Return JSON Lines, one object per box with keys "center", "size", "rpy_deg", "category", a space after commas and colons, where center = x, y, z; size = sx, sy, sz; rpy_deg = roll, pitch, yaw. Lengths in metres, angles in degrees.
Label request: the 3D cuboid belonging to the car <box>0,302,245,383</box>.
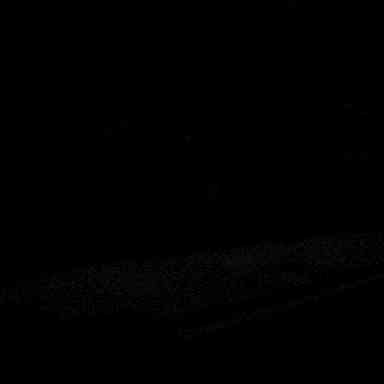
{"center": [-1.977, 1.601, 1.967], "size": [4.718, 1.301, 1.895], "rpy_deg": [0, 0, -36], "category": "car"}
